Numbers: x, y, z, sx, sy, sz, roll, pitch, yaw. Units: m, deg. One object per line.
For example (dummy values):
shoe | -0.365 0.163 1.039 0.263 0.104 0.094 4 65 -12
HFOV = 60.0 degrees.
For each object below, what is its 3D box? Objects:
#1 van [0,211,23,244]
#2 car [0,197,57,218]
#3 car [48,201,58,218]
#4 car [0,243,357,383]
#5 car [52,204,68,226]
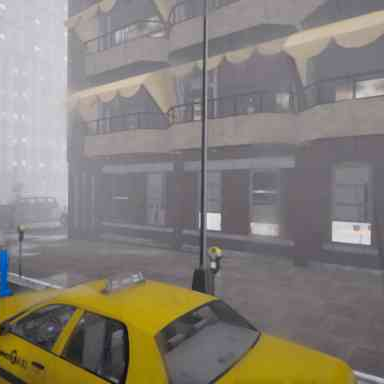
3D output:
van | -5.317 1.338 6.663 3.998 1.788 1.690 0 1 36
car | -13.735 1.333 28.124 2.192 1.841 5.009 1 0 36
car | -9.734 1.673 29.231 1.895 1.301 4.718 1 0 36
car | -0.897 1.524 3.506 4.829 1.417 1.752 0 1 36
car | -6.952 1.682 23.209 1.887 1.381 4.507 1 0 36
